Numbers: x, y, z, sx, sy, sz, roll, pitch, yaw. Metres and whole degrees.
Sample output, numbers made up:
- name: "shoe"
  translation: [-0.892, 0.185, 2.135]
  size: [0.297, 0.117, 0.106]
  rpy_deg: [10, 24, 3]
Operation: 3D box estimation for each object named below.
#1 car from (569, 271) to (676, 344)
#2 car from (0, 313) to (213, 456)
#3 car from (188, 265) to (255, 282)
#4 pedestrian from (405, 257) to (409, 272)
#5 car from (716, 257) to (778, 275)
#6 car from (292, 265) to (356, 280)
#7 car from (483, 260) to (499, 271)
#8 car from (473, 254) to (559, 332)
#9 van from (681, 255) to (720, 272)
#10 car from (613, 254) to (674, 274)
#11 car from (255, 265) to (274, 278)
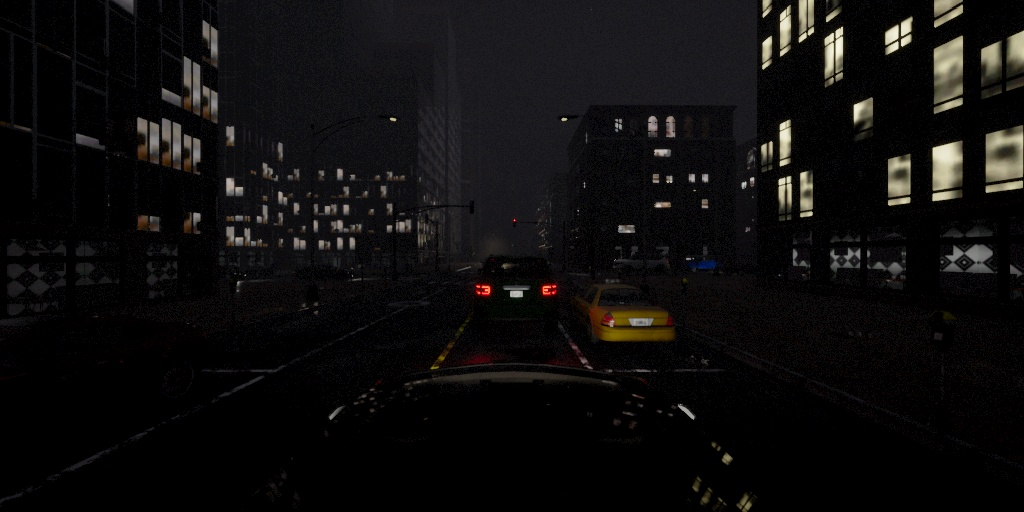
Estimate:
- name: "car"
  translation: [2.561, 1.275, 9.429]
  size: [1.751, 1.417, 4.829]
  rpy_deg: [0, 0, 0]
- name: "car"
  translation: [-5.316, 1.332, 3.695]
  size: [1.802, 1.307, 4.207]
  rpy_deg: [0, 0, 0]
- name: "car"
  translation: [-27.521, 1.602, 33.694]
  size: [4.892, 1.490, 1.837]
  rpy_deg: [-1, 0, -1]
- name: "pedestrian"
  translation: [-12.371, 1.020, 42.257]
  size: [0.375, 1.860, 0.375]
  rpy_deg: [0, 1, -1]
- name: "car"
  translation: [21.071, 1.019, 31.823]
  size: [4.507, 1.381, 1.888]
  rpy_deg: [0, 0, -1]
- name: "car"
  translation: [-17.707, 1.515, 33.824]
  size: [5.357, 1.411, 2.033]
  rpy_deg: [-1, 0, -1]
- name: "car"
  translation: [-2.861, 1.299, 50.632]
  size: [2.033, 1.411, 5.357]
  rpy_deg: [0, 0, -1]
- name: "car"
  translation: [0.094, 0.971, 10.983]
  size: [2.150, 2.045, 5.566]
  rpy_deg: [0, 0, 0]
- name: "van"
  translation: [20.959, 0.800, 39.703]
  size: [3.998, 1.789, 1.690]
  rpy_deg: [0, 0, -1]
- name: "car"
  translation: [13.350, 0.784, 37.153]
  size: [5.566, 2.045, 2.150]
  rpy_deg: [0, 0, -1]
- name: "car"
  translation: [-28.422, 1.648, 39.064]
  size: [4.403, 1.370, 2.007]
  rpy_deg: [0, 0, -1]
